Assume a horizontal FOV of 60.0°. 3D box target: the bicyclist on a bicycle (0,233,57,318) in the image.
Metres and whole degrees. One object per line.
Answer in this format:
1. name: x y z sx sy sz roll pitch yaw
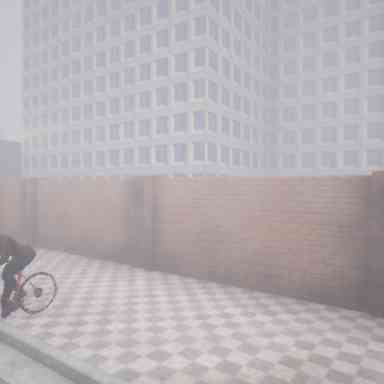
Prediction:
1. bicyclist on a bicycle: -2.864 1.277 5.079 0.582 1.620 1.656 1 9 36
